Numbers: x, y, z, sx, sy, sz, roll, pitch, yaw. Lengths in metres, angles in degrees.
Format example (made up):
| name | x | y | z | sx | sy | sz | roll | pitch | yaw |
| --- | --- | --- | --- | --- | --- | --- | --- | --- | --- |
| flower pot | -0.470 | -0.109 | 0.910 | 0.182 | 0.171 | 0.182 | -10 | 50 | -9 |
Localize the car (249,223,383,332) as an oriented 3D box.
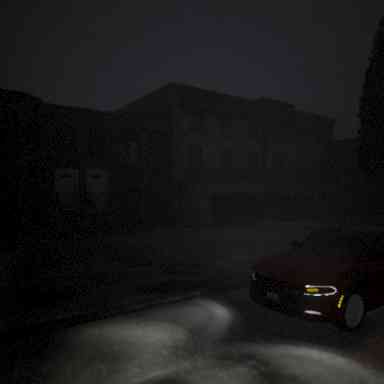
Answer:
| name | x | y | z | sx | sy | sz | roll | pitch | yaw |
| --- | --- | --- | --- | --- | --- | --- | --- | --- | --- |
| car | 3.380 | 1.468 | 7.011 | 5.008 | 1.535 | 1.882 | 0 | 0 | -35 |
